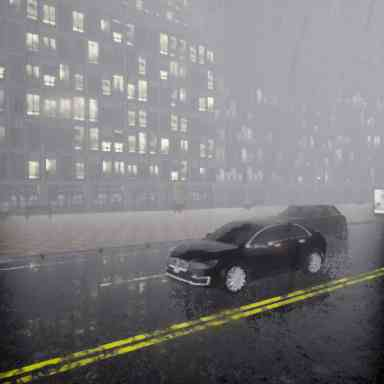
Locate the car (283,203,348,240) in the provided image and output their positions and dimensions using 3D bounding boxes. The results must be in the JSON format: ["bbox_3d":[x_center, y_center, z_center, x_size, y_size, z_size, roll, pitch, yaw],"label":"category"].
[{"bbox_3d":[5.152,1.347,15.347,4.553,1.767,2.097,0,0,-36],"label":"car"}]

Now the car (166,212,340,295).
[{"bbox_3d":[1.629,1.502,8.840,4.892,1.490,1.837,0,0,-36],"label":"car"}]
